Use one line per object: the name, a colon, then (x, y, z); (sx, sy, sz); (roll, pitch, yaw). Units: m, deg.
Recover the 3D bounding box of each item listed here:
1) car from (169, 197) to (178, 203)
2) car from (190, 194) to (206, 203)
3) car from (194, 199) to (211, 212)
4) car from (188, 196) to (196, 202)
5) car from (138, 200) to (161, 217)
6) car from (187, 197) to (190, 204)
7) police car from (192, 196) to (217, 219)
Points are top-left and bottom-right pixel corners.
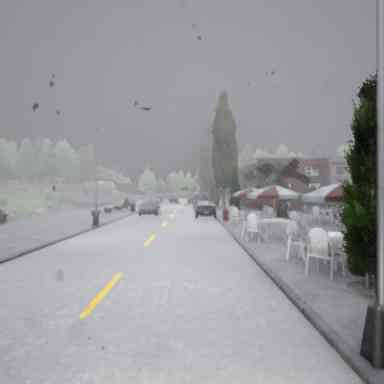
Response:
car: (-3.989, 1.695, 73.062); (1.895, 1.301, 4.718); (0, 0, 0)
car: (1.146, 1.268, 46.399); (2.150, 2.045, 5.566); (-3, 0, 0)
car: (1.205, 1.587, 40.369); (1.837, 1.490, 4.892); (0, 0, 0)
car: (0.013, 1.637, 80.673); (1.994, 1.385, 4.181); (0, 0, 0)
car: (-4.091, 1.571, 32.623); (1.837, 1.490, 4.892); (0, 0, 0)
car: (0.012, 1.749, 66.026); (1.895, 1.301, 4.718); (0, 0, 0)
police car: (1.204, 1.487, 30.479); (1.930, 1.638, 5.238); (0, 0, 0)
